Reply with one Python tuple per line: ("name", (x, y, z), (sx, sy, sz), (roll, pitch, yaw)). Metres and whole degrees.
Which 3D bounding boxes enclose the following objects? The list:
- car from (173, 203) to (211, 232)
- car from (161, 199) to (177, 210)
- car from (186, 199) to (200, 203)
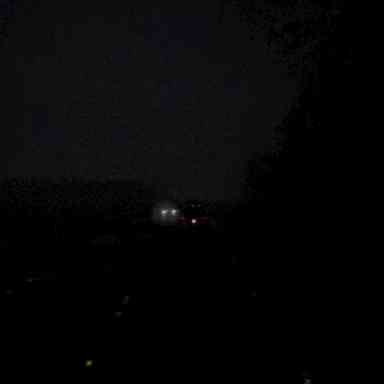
("car", (0.103, 1.568, 20.207), (1.994, 1.385, 4.181), (0, 0, 0))
("car", (-2.841, 1.556, 42.366), (2.033, 1.411, 5.357), (0, 0, 0))
("car", (0.105, 1.555, 38.371), (2.033, 1.411, 5.357), (0, 0, 0))
